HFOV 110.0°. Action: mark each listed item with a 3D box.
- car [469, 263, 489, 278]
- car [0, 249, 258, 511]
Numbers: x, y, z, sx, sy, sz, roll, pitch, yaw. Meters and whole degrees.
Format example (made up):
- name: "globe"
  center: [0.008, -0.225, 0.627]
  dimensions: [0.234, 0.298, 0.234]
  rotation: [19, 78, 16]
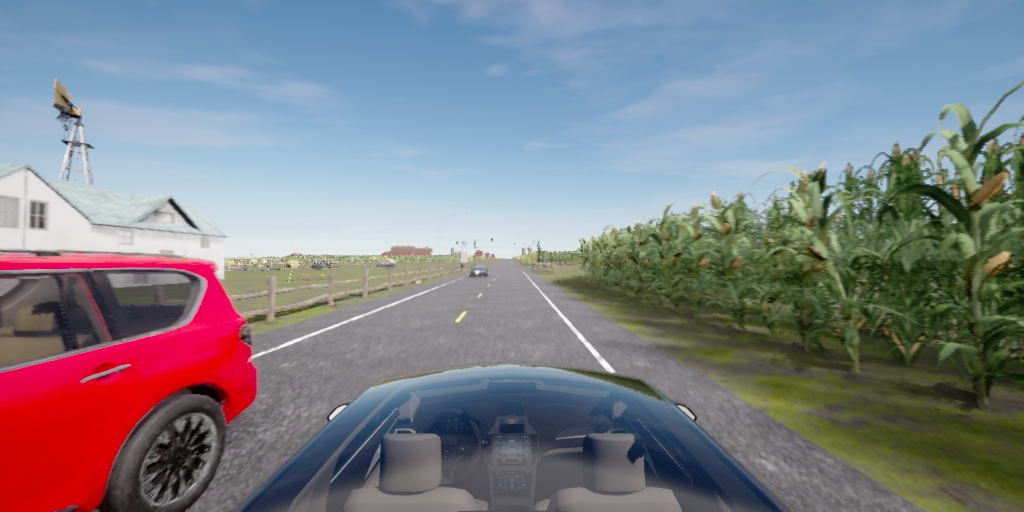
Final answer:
- name: "car"
  center: [-3.566, 1.559, 39.564]
  dimensions: [2.128, 1.511, 4.902]
  rotation: [0, 0, 0]
- name: "car"
  center: [-3.600, 0.967, 1.251]
  dimensions: [2.150, 2.045, 5.566]
  rotation: [0, -1, 0]
